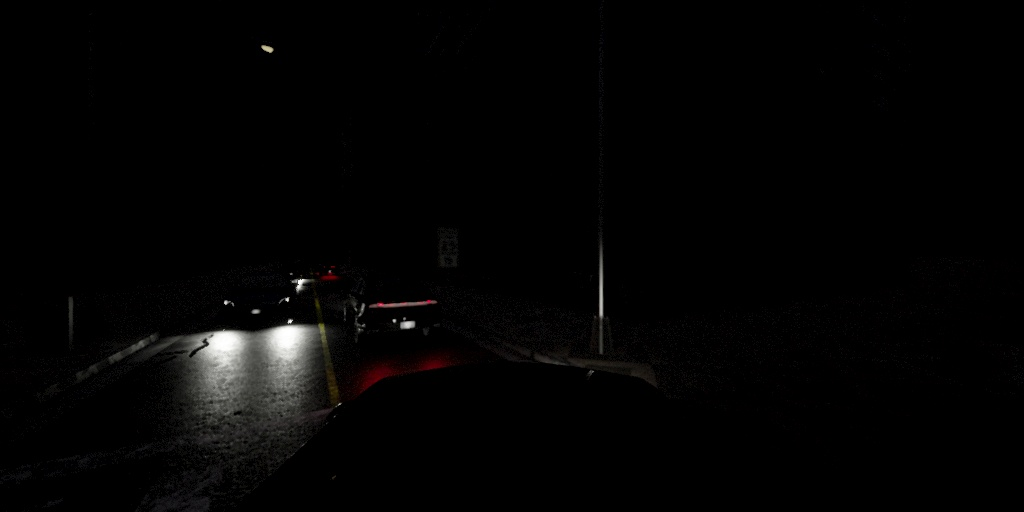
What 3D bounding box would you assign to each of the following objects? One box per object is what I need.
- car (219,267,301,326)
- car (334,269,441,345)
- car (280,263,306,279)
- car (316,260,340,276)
[{"bbox_3d":[-8.328,1.281,12.090,1.812,1.442,4.674,0,0,-30],"label":"car"},{"bbox_3d":[-3.400,1.247,9.691,2.128,1.511,4.902,0,0,-30],"label":"car"},{"bbox_3d":[-19.486,1.335,31.822,1.994,1.385,4.181,0,0,-29],"label":"car"},{"bbox_3d":[-19.486,1.281,38.174,1.837,1.490,4.892,0,0,-29],"label":"car"}]
